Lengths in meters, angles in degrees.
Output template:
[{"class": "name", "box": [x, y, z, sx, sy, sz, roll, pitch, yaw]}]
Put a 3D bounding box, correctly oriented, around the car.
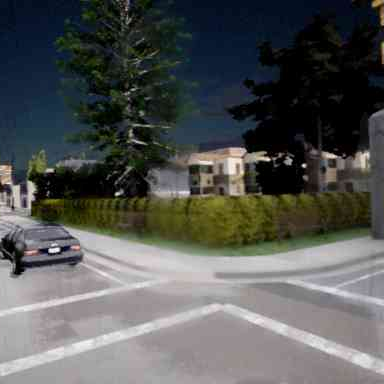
[{"class": "car", "box": [-5.437, 1.793, 11.693, 2.033, 1.411, 5.357, -1, -1, -35]}]
